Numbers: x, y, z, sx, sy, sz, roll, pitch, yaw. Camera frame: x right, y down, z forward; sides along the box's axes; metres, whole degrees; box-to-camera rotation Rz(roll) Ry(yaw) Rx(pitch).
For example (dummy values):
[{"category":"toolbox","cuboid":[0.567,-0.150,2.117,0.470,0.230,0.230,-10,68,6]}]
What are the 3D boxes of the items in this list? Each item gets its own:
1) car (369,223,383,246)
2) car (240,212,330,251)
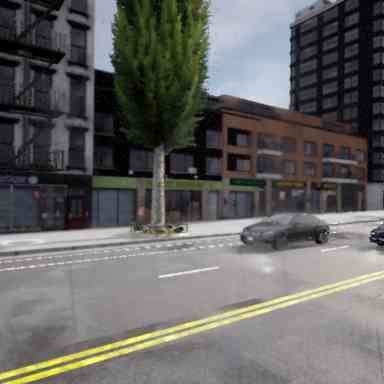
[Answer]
[{"category":"car","cuboid":[10.064,1.661,14.799,5.357,1.411,2.033,0,0,-35]},{"category":"car","cuboid":[4.229,1.613,14.660,4.674,1.442,1.812,0,0,-35]}]
